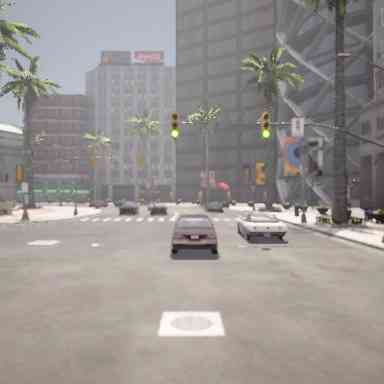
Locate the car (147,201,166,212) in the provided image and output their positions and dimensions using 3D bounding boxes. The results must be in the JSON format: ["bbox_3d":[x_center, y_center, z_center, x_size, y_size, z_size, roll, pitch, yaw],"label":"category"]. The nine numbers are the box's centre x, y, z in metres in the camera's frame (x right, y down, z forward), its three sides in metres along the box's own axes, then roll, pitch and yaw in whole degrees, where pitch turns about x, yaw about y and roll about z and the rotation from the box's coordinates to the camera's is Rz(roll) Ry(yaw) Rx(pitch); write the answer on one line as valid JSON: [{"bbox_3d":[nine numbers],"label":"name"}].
[{"bbox_3d":[-5.255,2.073,48.175,1.895,1.301,4.718,0,-1,-17],"label":"car"}]

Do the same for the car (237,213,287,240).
[{"bbox_3d":[3.594,1.779,18.060,1.895,1.301,4.718,0,-1,0],"label":"car"}]

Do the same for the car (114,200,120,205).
[{"bbox_3d":[-12.364,2.195,60.799,1.895,1.301,4.718,0,-1,-41],"label":"car"}]

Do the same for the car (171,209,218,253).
[{"bbox_3d":[0.095,1.690,14.429,2.033,1.411,5.357,0,-1,0],"label":"car"}]

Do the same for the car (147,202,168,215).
[{"bbox_3d":[-3.846,1.984,39.058,1.895,1.301,4.718,0,-1,-3],"label":"car"}]

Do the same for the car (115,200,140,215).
[{"bbox_3d":[-7.305,1.983,38.971,1.895,1.301,4.718,0,-1,-3],"label":"car"}]

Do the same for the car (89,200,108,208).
[{"bbox_3d":[-17.068,2.158,60.704,4.181,1.385,1.994,-1,-1,42],"label":"car"}]

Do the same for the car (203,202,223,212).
[{"bbox_3d":[2.760,2.003,44.722,1.994,1.385,4.181,0,-1,-9],"label":"car"}]
